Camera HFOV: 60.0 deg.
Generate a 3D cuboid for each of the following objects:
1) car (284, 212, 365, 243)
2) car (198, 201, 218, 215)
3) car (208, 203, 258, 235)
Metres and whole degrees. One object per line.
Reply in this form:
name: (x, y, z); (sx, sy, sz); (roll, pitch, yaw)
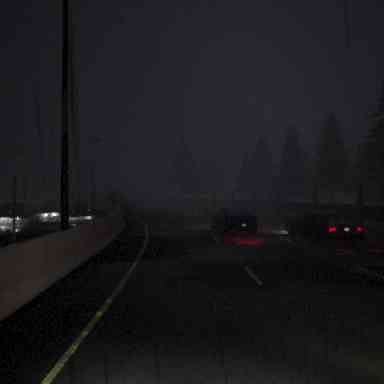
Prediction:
car: (6.478, 1.703, 16.939); (2.033, 1.411, 5.357); (0, -1, -6)
car: (2.114, 1.831, 38.554); (1.882, 1.535, 5.008); (0, -1, -16)
car: (2.492, 1.666, 20.447); (1.882, 1.535, 5.008); (0, -1, -7)
